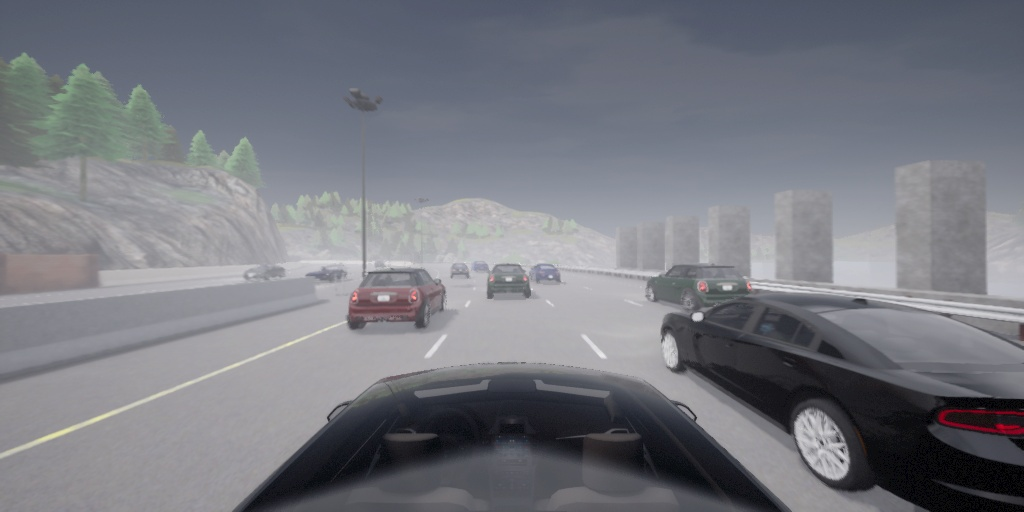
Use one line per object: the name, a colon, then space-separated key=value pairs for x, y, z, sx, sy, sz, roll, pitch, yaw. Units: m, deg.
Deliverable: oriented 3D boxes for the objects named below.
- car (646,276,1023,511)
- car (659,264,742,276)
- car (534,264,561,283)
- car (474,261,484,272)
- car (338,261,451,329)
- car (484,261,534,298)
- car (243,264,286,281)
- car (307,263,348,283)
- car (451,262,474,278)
car: x=3.626 y=1.203 z=4.547 sx=1.882 sy=1.535 sz=5.008 roll=0 pitch=0 yaw=0
car: x=6.967 y=1.071 z=13.862 sx=2.097 sy=1.767 sz=4.553 roll=-1 pitch=0 yaw=-2
car: x=2.513 y=1.317 z=28.208 sx=1.812 sy=1.442 sz=4.674 roll=0 pitch=0 yaw=-7
car: x=-4.492 y=1.378 z=48.910 sx=1.882 sy=1.535 sz=5.008 roll=0 pitch=0 yaw=-13
car: x=-3.472 y=1.155 z=11.659 sx=2.097 sy=1.767 sz=4.553 roll=-1 pitch=0 yaw=-2
car: x=-0.298 y=1.146 z=19.162 sx=2.097 sy=1.767 sz=4.553 roll=-1 pitch=0 yaw=-4
car: x=-23.248 y=1.517 z=33.897 sx=2.128 sy=1.511 sz=4.902 roll=0 pitch=0 yaw=-9
car: x=-15.712 y=1.554 z=30.652 sx=1.895 sy=1.301 sz=4.718 roll=0 pitch=0 yaw=-8
car: x=-5.452 y=1.428 z=36.928 sx=2.033 sy=1.411 sz=5.357 roll=0 pitch=0 yaw=-11
